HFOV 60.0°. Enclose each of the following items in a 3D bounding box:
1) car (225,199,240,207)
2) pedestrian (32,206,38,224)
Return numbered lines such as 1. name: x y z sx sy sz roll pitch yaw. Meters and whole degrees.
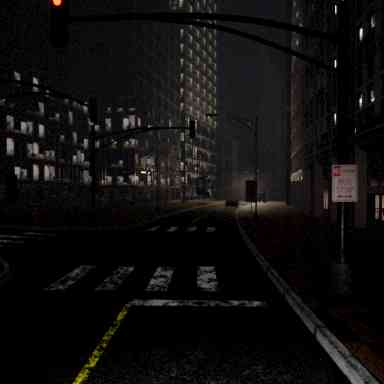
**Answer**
1. car: 6.597 1.760 53.590 1.895 1.301 4.718 0 0 13
2. pedestrian: -9.391 1.345 19.892 0.500 1.100 0.500 0 0 17
